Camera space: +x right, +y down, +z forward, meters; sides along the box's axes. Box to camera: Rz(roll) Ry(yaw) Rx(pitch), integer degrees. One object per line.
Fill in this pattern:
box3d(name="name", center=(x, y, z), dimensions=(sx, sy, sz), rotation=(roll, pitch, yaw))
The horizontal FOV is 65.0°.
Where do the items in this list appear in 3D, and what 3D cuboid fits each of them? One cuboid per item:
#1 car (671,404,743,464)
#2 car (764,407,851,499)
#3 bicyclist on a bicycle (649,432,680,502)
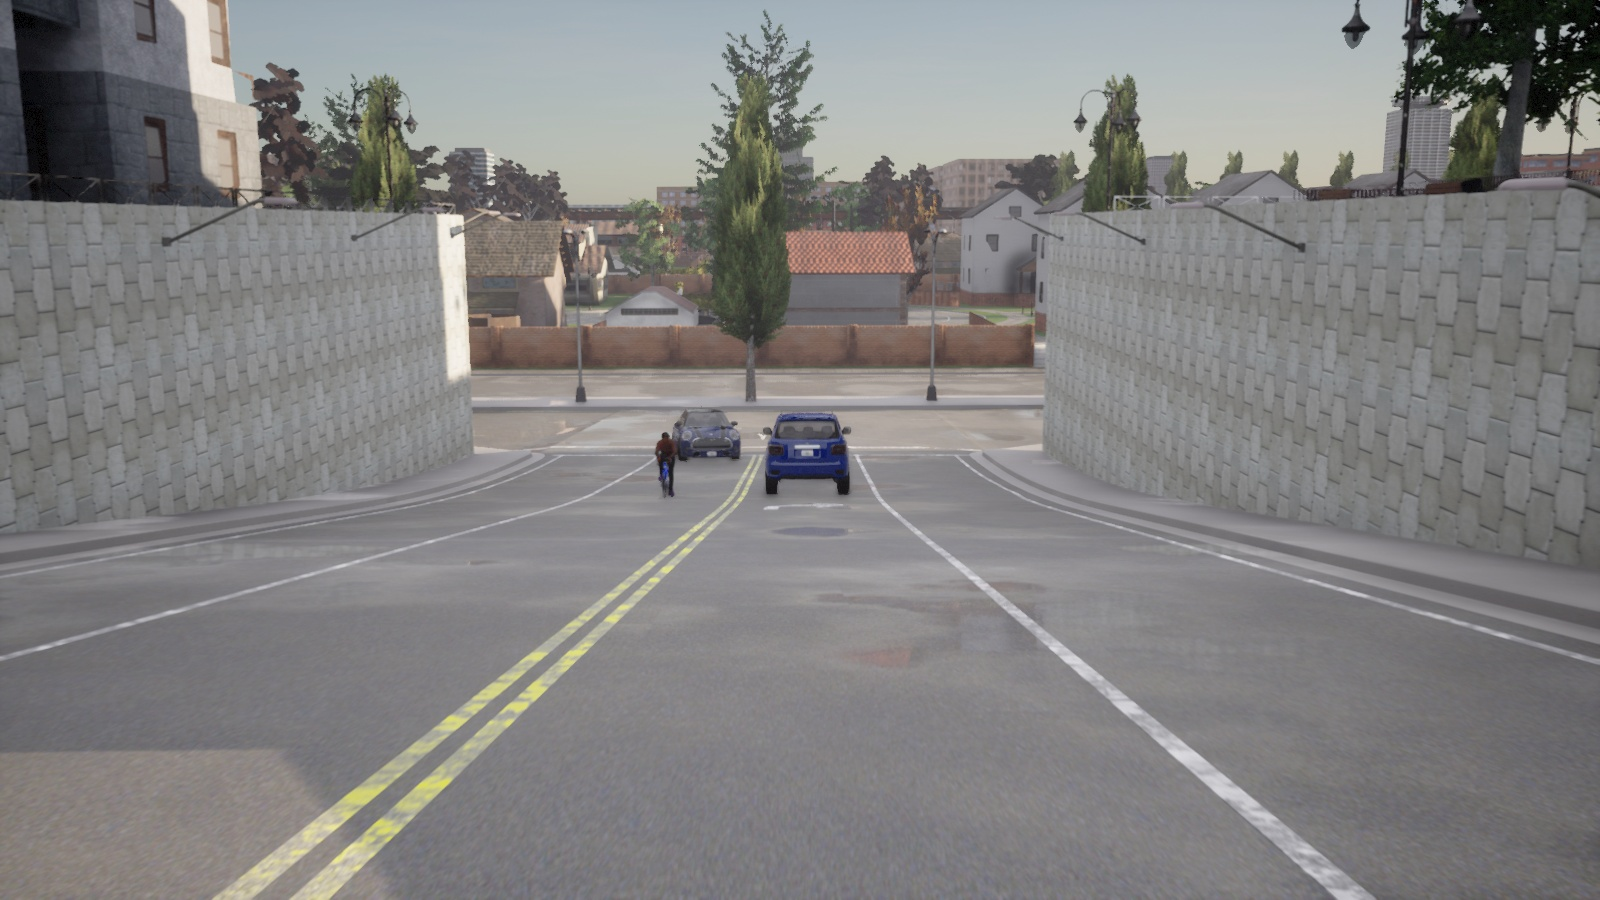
box3d(name="car", center=(-3.323, -0.621, 44.032), dimensions=(2.097, 1.767, 4.553), rotation=(-1, 5, -9))
box3d(name="car", center=(0.202, -0.014, 33.750), dimensions=(2.150, 2.045, 5.566), rotation=(0, 4, 0))
box3d(name="bicyclist on a bicycle", center=(-3.317, 0.393, 30.809), dimensions=(0.582, 1.620, 1.656), rotation=(0, 3, 0))
